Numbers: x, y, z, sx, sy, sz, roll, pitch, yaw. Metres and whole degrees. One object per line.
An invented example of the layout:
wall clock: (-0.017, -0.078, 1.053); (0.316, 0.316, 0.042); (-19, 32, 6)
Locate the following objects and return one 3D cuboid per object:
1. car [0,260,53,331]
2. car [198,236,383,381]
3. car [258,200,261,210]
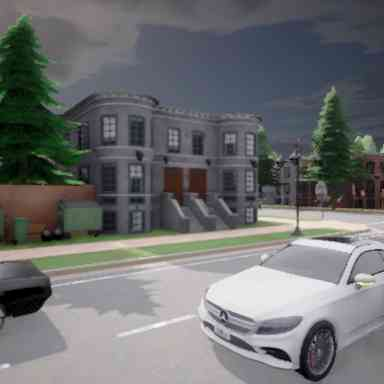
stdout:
car: (-4.742, 1.601, 4.897); (4.718, 1.301, 1.895); (0, 0, -35)
car: (2.288, 1.525, 5.586); (4.674, 1.442, 1.812); (0, 0, -35)
car: (5.537, 1.181, 38.960); (2.150, 2.045, 5.566); (0, 0, -34)
